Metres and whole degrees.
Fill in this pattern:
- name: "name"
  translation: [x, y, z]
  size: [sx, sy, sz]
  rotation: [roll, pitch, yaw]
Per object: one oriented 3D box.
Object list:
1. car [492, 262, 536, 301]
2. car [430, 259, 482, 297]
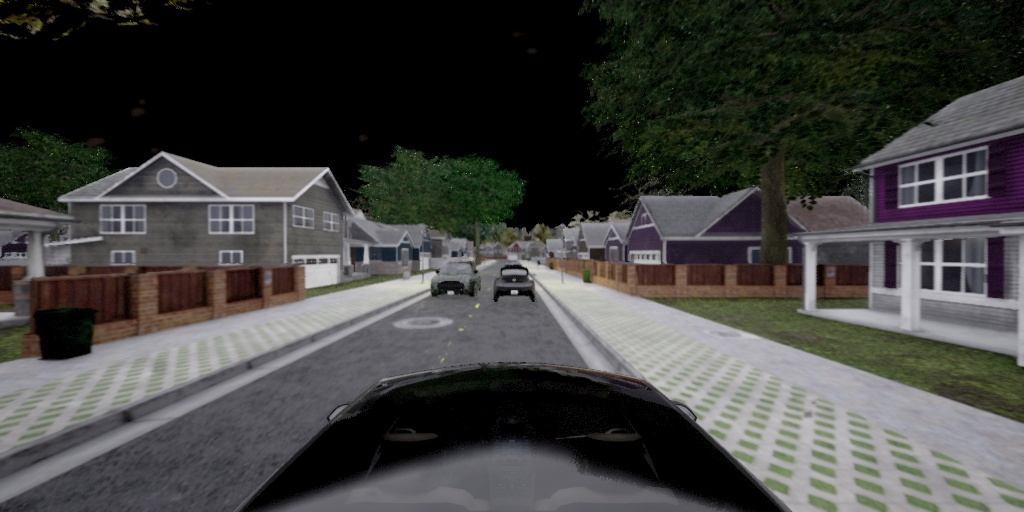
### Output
- name: "car"
  translation: [0.103, 1.234, 17.216]
  size: [1.837, 1.490, 4.892]
  rotation: [0, 0, 0]
- name: "car"
  translation: [-2.770, 1.078, 18.541]
  size: [2.097, 1.767, 4.553]
  rotation: [0, 0, 0]
